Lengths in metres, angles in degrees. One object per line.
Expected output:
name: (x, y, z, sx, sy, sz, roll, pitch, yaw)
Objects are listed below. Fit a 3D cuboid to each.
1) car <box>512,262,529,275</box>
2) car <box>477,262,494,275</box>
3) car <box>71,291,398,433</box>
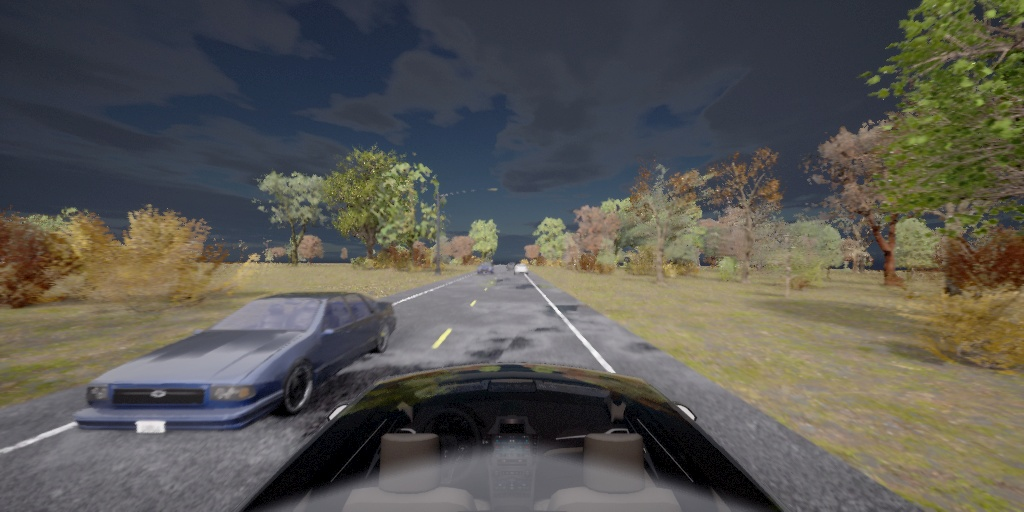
car: (1.225, 1.784, 48.492, 1.812, 1.442, 4.674, 0, -1, 0)
car: (-3.558, 1.614, 48.752, 2.097, 1.767, 4.553, 0, -1, 0)
car: (-3.601, 1.339, 6.238, 2.033, 1.411, 5.357, 0, -1, 0)
